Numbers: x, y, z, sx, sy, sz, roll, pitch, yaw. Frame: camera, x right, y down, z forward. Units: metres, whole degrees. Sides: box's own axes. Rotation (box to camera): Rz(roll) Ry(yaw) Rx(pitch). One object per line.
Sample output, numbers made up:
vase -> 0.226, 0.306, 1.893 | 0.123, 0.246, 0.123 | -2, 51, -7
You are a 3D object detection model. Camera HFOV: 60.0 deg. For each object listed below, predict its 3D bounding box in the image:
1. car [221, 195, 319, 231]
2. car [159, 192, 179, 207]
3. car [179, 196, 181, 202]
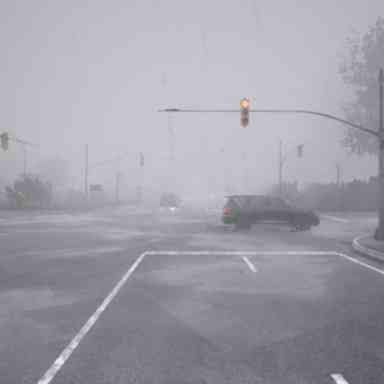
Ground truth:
car -> 4.477, 1.188, 19.585 | 5.566, 2.045, 2.150 | 0, 0, 3
car -> -3.463, 1.092, 48.651 | 2.150, 2.045, 5.566 | 0, 0, 0
car -> -3.322, 1.367, 68.768 | 2.033, 1.411, 5.357 | 0, 0, 0
